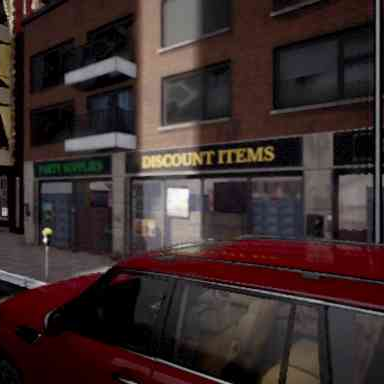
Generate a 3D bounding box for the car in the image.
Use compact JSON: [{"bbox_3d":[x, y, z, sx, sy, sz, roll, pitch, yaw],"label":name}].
[{"bbox_3d":[0.241,1.315,2.703,5.009,1.841,2.192,0,0,36],"label":"car"}]
